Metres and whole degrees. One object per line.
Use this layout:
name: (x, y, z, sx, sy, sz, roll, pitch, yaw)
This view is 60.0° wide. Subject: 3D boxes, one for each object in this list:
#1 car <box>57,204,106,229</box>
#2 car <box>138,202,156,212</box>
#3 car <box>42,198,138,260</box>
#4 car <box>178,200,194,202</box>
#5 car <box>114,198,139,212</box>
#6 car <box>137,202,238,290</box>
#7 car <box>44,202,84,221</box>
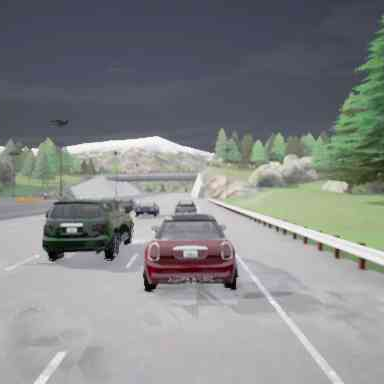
car: (-7.382, 1.587, 22.720, 1.994, 1.385, 4.181, 0, 0, -1)
car: (-4.070, 1.582, 31.005, 1.895, 1.301, 4.718, 0, 0, -1)
car: (-3.654, 1.231, 12.627, 2.150, 2.045, 5.566, 0, 0, -1)
car: (-0.535, 1.445, 29.498, 2.128, 1.511, 4.902, 0, 0, -1)
car: (-7.774, 1.489, 39.879, 2.128, 1.511, 4.902, 0, 0, -1)
car: (-0.078, 1.337, 9.220, 2.097, 1.767, 4.553, 0, 0, -1)
car: (-11.025, 1.608, 28.975, 1.994, 1.385, 4.181, 0, 0, -1)
